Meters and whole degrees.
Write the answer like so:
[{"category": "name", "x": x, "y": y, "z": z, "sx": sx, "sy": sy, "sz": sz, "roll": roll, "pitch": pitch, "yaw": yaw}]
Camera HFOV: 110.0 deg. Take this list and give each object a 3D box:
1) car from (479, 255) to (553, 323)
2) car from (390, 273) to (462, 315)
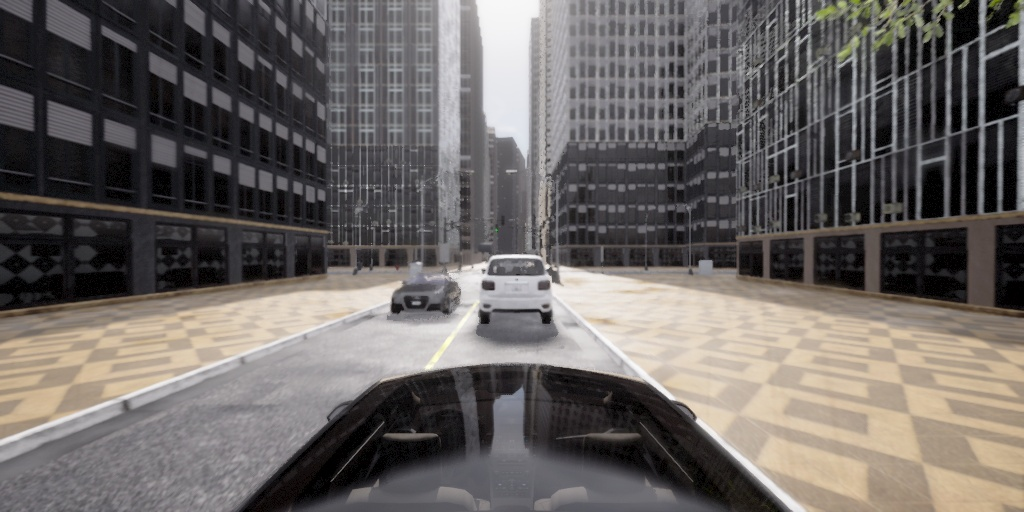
[{"category": "car", "x": 0.102, "y": 0.994, "z": 12.384, "sx": 2.150, "sy": 2.045, "sz": 5.566, "roll": 0, "pitch": 0, "yaw": 0}, {"category": "car", "x": -3.098, "y": 1.342, "z": 13.606, "sx": 1.994, "sy": 1.385, "sz": 4.181, "roll": 0, "pitch": 0, "yaw": 0}]
